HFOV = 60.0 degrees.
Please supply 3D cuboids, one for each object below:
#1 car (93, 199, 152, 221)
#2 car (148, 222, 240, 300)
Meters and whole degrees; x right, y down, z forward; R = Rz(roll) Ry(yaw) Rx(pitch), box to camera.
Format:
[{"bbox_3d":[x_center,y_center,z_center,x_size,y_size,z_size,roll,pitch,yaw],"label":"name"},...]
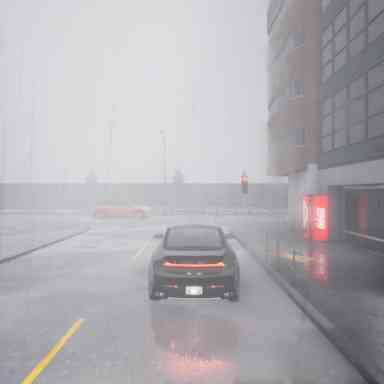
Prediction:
[{"bbox_3d":[-5.513,1.349,26.739,4.553,1.767,2.097,0,0,0],"label":"car"},{"bbox_3d":[0.057,1.504,8.338,1.837,1.490,4.892,0,0,1],"label":"car"}]
